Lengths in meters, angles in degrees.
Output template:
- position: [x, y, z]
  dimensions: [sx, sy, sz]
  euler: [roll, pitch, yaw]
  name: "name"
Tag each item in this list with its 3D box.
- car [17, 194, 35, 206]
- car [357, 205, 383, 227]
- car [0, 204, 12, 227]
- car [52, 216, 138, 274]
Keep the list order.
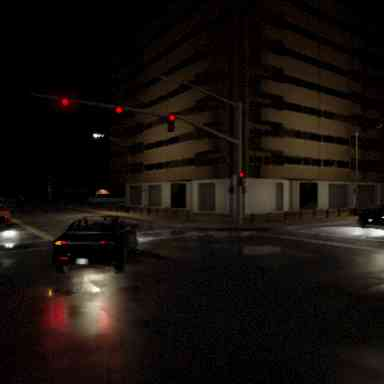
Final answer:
- position: [-28.511, 1.290, 56.993]
  dimensions: [2.150, 2.045, 5.566]
  euler: [0, 0, -35]
  name: "car"
- position: [12.529, 1.546, 21.451]
  dimensions: [4.181, 1.385, 1.994]
  euler: [0, 0, -35]
  name: "car"
- position: [-13.399, 1.523, 22.399]
  dimensions: [1.882, 1.535, 5.008]
  euler: [0, 0, -35]
  name: "car"
- position: [-2.875, 1.499, 10.632]
  dimensions: [2.128, 1.511, 4.902]
  euler: [0, 0, -4]
  name: "car"
